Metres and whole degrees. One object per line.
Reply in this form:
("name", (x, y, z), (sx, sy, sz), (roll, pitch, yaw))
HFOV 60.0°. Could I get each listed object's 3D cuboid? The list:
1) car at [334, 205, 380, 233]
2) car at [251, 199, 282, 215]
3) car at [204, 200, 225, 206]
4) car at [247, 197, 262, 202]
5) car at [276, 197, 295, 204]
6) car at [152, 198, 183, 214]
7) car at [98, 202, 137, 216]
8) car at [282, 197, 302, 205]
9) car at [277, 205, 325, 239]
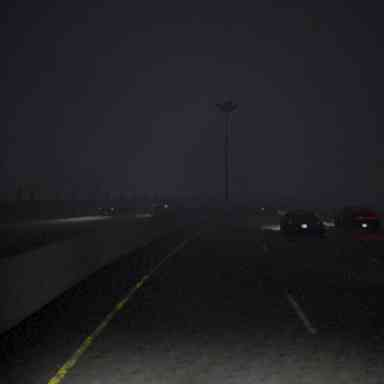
("car", (10.097, 1.594, 20.636), (1.837, 1.490, 4.892), (0, 0, 14))
("car", (7.983, 1.710, 35.585), (1.994, 1.385, 4.181), (0, 0, 23))
("car", (2.944, 1.747, 41.817), (1.994, 1.385, 4.181), (0, 0, 26))
("car", (13.393, 1.888, 69.810), (2.128, 1.511, 4.902), (-1, -1, 42))
("car", (20.370, 1.778, 72.018), (1.895, 1.301, 4.718), (-1, -1, 45))
("car", (-2.726, 1.516, 37.637), (2.097, 1.767, 4.553), (0, 0, 23))
("car", (-7.714, 1.747, 34.588), (1.895, 1.301, 4.718), (0, 0, 20))
("car", (14.397, 1.706, 48.214), (2.163, 1.488, 4.792), (0, 0, 32))
("car", (5.881, 1.641, 18.099), (1.994, 1.385, 4.181), (0, 0, 12))
